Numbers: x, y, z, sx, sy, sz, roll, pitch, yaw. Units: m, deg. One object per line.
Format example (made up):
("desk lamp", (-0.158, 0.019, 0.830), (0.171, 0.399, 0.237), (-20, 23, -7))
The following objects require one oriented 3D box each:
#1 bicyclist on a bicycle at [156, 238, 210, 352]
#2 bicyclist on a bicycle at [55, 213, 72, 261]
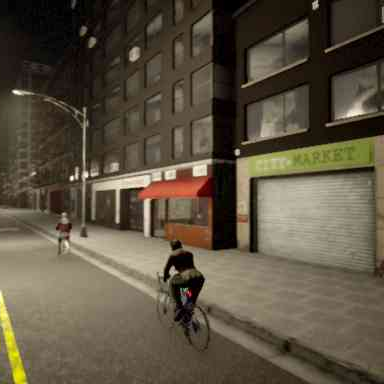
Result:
("bicyclist on a bicycle", (-0.196, 1.604, 5.445), (0.582, 1.620, 1.656), (1, -2, -33))
("bicyclist on a bicycle", (-4.931, 1.678, 12.695), (0.659, 1.776, 1.843), (1, -2, -33))
